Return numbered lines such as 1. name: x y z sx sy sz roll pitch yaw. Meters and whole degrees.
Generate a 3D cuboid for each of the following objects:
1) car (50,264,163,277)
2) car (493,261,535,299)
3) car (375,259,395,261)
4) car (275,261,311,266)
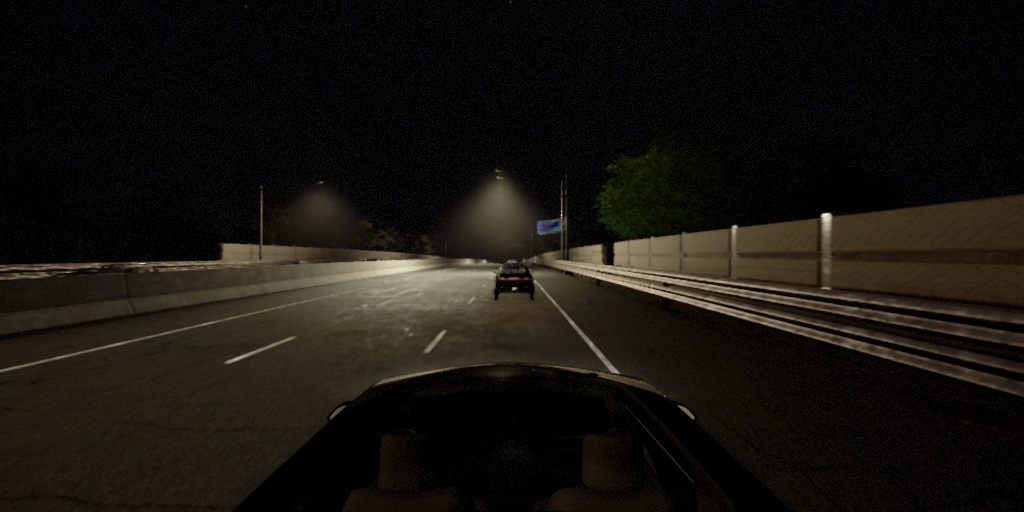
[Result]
1. car: -21.099 1.259 19.566 1.895 1.301 4.718 0 0 0
2. car: 0.095 1.158 17.478 2.128 1.511 4.902 0 0 0
3. car: -21.027 1.184 61.019 1.812 1.442 4.674 0 0 0
4. car: -17.594 1.128 28.626 2.128 1.511 4.902 0 0 0
